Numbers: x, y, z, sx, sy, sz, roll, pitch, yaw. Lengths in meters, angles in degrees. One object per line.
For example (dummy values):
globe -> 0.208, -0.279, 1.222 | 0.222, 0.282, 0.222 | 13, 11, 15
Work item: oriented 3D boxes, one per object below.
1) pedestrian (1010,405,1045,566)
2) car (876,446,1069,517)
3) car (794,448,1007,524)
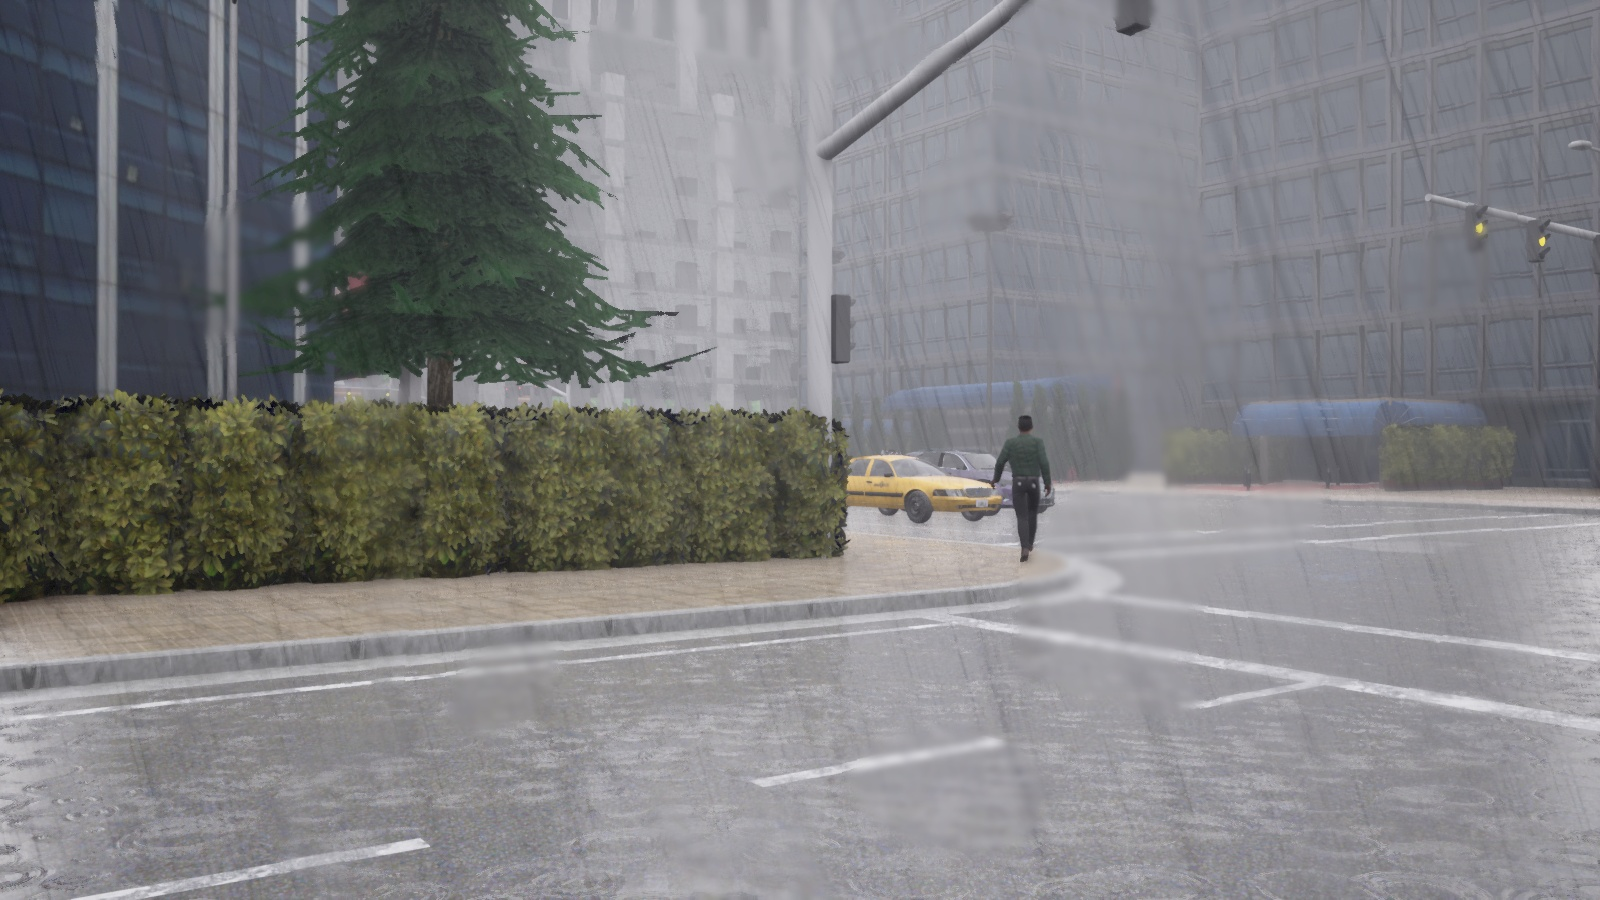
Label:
pedestrian -> 2.836, 0.429, 15.654 | 0.423, 1.949, 0.788 | 0, 0, 10
car -> 4.245, 0.743, 31.635 | 2.033, 1.649, 4.856 | 0, 0, -35
car -> 2.141, 0.749, 28.553 | 1.801, 1.575, 5.366 | 0, 0, -35
